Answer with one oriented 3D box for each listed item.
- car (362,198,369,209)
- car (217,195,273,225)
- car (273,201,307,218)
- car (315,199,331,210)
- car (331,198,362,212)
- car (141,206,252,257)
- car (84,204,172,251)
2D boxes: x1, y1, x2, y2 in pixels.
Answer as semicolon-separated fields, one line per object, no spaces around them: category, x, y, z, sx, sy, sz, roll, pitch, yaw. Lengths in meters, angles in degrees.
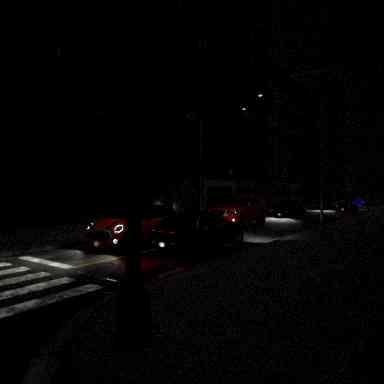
car;23.574;1.538;46.751;1.812;1.442;4.674;0;0;35
car;3.137;1.214;22.159;2.150;2.045;5.566;0;0;35
car;9.003;1.539;30.652;2.033;1.411;5.357;0;0;35
car;17.238;1.541;42.442;2.033;1.411;5.357;0;0;35
car;17.831;1.606;38.350;1.895;1.301;4.718;0;0;35
car;0.370;1.510;13.133;1.837;1.490;4.892;0;0;35
car;-2.309;1.346;14.217;2.097;1.767;4.553;0;0;34
